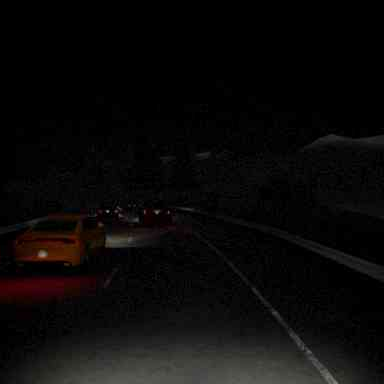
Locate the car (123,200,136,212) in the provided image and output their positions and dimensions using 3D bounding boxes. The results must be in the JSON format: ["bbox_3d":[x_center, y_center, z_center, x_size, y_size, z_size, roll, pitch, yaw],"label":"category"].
[{"bbox_3d":[-7.523,1.644,41.098,2.033,1.411,5.357,0,0,-20],"label":"car"}]

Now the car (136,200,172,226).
[{"bbox_3d":[-2.768,1.405,24.322,2.097,1.767,4.553,0,0,-12],"label":"car"}]

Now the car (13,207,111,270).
[{"bbox_3d":[-4.176,1.508,11.250,1.882,1.535,5.008,0,0,-5],"label":"car"}]

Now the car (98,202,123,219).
[{"bbox_3d":[-7.440,1.621,29.258,2.033,1.411,5.357,0,0,-15],"label":"car"}]
